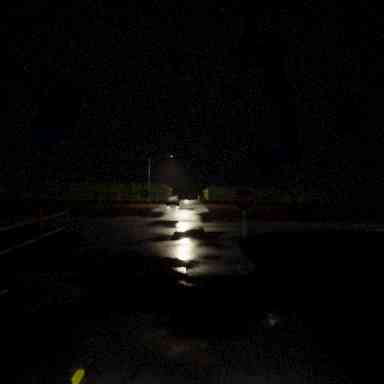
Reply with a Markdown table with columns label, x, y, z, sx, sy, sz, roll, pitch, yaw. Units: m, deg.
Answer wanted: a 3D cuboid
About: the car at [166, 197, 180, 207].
| label | x | y | z | sx | sy | sz | roll | pitch | yaw |
| --- | --- | --- | --- | --- | --- | --- | --- | --- | --- |
| car | -2.738 | 1.375 | 48.742 | 2.033 | 1.411 | 5.357 | 0 | 0 | 0 |
